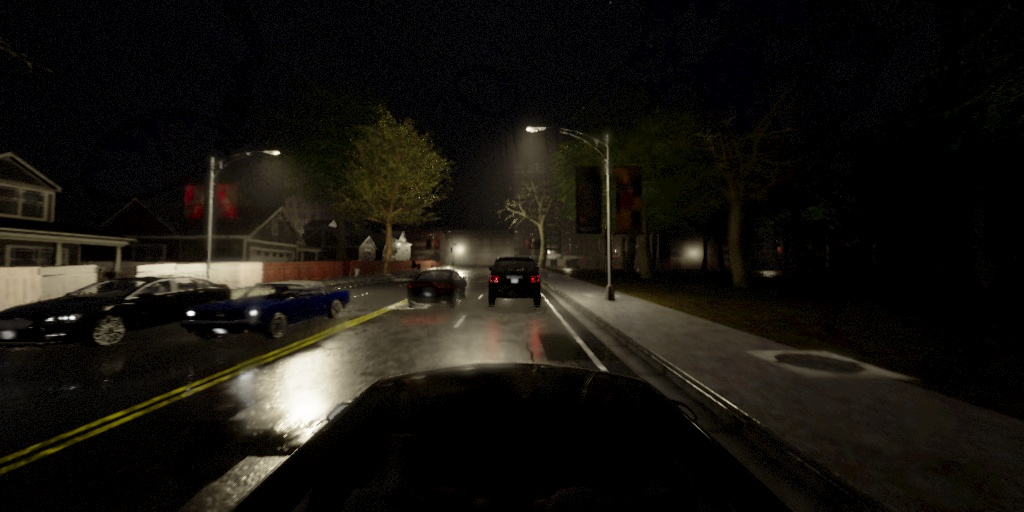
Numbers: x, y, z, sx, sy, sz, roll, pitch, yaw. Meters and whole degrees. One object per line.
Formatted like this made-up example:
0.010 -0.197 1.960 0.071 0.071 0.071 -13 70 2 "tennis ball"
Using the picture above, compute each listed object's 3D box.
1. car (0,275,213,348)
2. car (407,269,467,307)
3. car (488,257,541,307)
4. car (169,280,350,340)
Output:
-9.845 1.287 9.455 2.128 1.511 4.902 0 0 0 "car"
-3.145 1.315 15.931 1.882 1.535 5.008 0 0 0 "car"
0.103 1.061 16.281 2.150 2.045 5.566 0 0 0 "car"
-6.595 1.402 10.315 1.895 1.301 4.718 0 0 0 "car"
